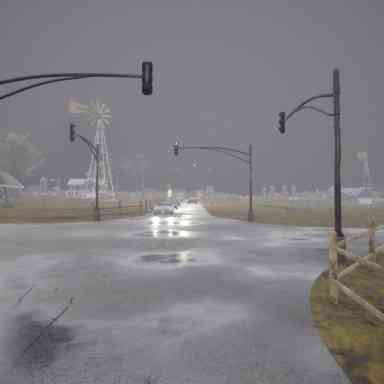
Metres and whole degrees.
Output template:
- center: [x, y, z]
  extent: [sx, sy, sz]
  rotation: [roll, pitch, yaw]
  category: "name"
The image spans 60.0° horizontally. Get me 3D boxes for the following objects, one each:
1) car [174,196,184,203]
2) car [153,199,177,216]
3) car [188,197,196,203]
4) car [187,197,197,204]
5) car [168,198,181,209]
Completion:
- center: [-2.792, 1.613, 73.462]
  extent: [1.994, 1.385, 4.181]
  rotation: [0, 0, 0]
  category: "car"
- center: [-2.824, 1.673, 33.863]
  extent: [1.895, 1.301, 4.718]
  rotation: [0, 0, -1]
  category: "car"
- center: [-0.044, 1.861, 79.163]
  extent: [1.812, 1.442, 4.674]
  rotation: [0, 0, 0]
  category: "car"
- center: [0.054, 1.789, 69.151]
  extent: [1.812, 1.442, 4.674]
  rotation: [0, 0, 0]
  category: "car"
- center: [-2.868, 1.633, 46.012]
  extent: [1.837, 1.490, 4.892]
  rotation: [0, -1, 0]
  category: "car"
